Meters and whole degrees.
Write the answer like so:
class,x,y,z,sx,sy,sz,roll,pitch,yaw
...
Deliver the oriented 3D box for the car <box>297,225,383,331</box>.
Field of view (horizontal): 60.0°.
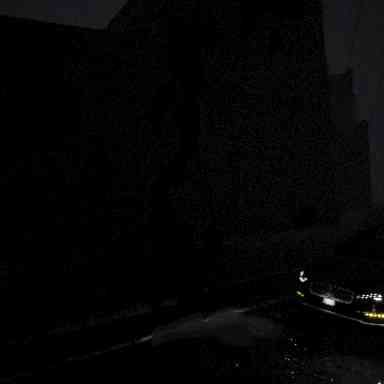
class,x,y,z,sx,sy,sz,roll,pitch,yaw
car,4.122,1.459,6.643,4.892,1.490,1.837,0,0,-36
